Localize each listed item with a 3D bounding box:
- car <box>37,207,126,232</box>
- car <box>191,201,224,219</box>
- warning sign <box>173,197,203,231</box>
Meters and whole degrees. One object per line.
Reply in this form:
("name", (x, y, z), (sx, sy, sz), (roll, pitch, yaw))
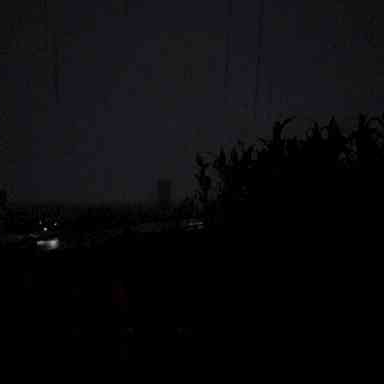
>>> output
("car", (-6.275, 1.586, 19.819), (2.033, 1.411, 5.357), (1, 0, 34))
("car", (1.410, 1.621, 30.817), (1.812, 1.442, 4.674), (1, 0, 36))
("warning sign", (-0.237, 1.219, 19.224), (1.300, 1.860, 1.060), (1, 1, 35))
